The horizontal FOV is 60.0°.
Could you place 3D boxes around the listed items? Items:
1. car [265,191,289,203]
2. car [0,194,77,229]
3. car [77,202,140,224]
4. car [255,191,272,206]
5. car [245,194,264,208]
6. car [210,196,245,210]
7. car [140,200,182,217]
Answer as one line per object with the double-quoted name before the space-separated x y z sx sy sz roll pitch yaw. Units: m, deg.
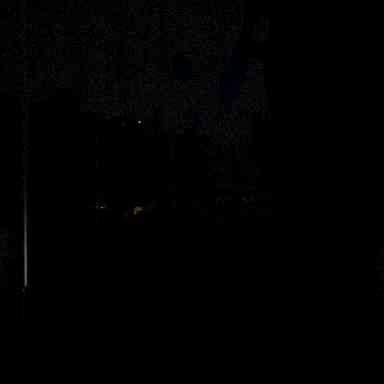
"car" 14.558 0.824 56.689 2.150 2.045 5.566 -1 0 35
"car" -10.532 1.129 21.104 2.150 2.045 5.566 -1 0 35
"car" -6.055 1.389 22.874 2.008 1.369 4.403 0 0 35
"car" 10.240 0.948 46.098 2.192 1.841 5.009 -1 0 35
"car" 6.983 1.252 41.454 1.802 1.307 4.206 -1 0 35
"car" 3.722 1.150 36.809 1.967 1.590 4.097 -1 0 35
"car" -2.698 1.317 27.658 1.752 1.417 4.829 0 0 35
